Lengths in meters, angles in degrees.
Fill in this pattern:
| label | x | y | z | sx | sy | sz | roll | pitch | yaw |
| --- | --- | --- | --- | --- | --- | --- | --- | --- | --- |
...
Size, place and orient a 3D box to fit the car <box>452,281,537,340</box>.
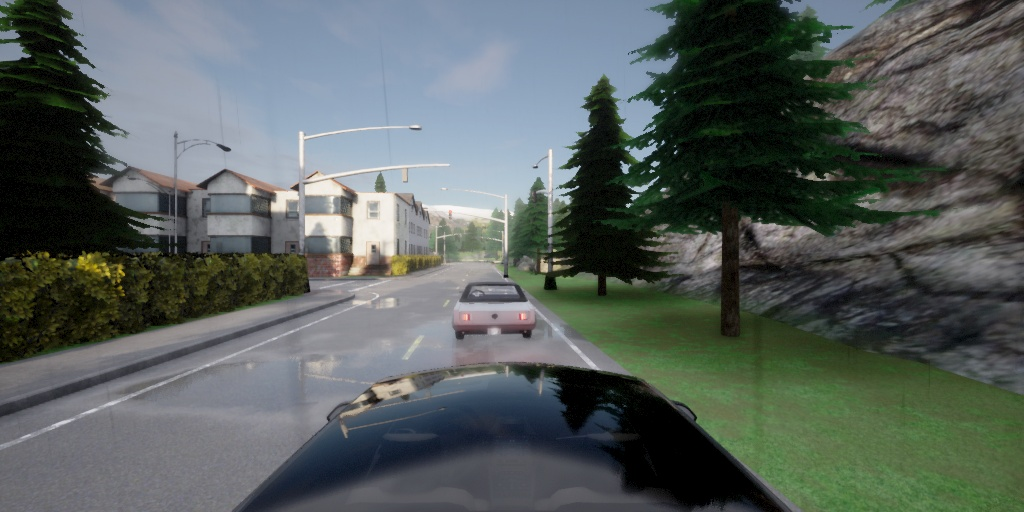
| label | x | y | z | sx | sy | sz | roll | pitch | yaw |
| --- | --- | --- | --- | --- | --- | --- | --- | --- | --- |
| car | -0.539 | 1.351 | 10.019 | 1.895 | 1.301 | 4.718 | 0 | 0 | -4 |
